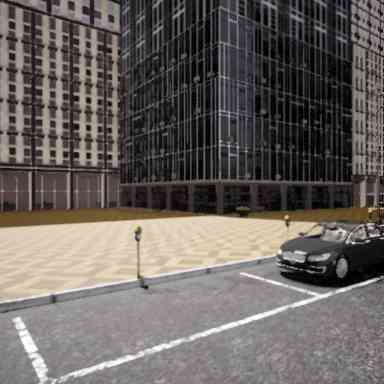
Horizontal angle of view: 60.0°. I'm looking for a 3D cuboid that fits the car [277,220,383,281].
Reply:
[{"bbox_3d":[4.314,1.515,9.638,4.403,1.369,2.008,0,0,-36],"label":"car"}]
